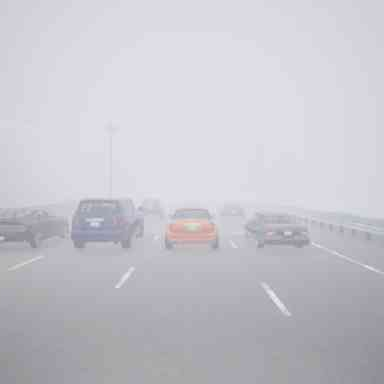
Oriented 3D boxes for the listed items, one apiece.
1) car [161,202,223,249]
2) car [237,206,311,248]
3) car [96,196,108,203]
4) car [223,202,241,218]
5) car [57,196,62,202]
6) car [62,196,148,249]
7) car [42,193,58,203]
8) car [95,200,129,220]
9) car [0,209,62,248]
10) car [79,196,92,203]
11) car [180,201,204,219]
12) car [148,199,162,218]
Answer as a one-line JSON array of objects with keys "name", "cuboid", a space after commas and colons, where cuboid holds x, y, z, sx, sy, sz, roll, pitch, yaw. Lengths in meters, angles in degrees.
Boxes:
[{"name": "car", "cuboid": [0.000, 1.363, 14.620, 2.097, 1.767, 4.553, 0, 0, 0]}, {"name": "car", "cuboid": [3.500, 1.560, 14.650, 2.033, 1.411, 5.357, 0, 0, 0]}, {"name": "car", "cuboid": [-19.105, 1.507, 71.054, 1.994, 1.385, 4.181, 0, 0, -8]}, {"name": "car", "cuboid": [3.500, 1.570, 29.650, 1.994, 1.385, 4.181, 0, 0, 0]}, {"name": "car", "cuboid": [-25.999, 1.502, 69.838, 2.033, 1.411, 5.357, 0, 0, -8]}, {"name": "car", "cuboid": [-3.500, 1.255, 14.680, 2.150, 2.045, 5.566, 0, 0, 0]}, {"name": "car", "cuboid": [-29.442, 1.190, 69.201, 2.150, 2.045, 5.566, 0, 0, -8]}, {"name": "car", "cuboid": [-7.000, 1.514, 29.650, 1.837, 1.490, 4.892, 0, 0, 0]}, {"name": "car", "cuboid": [-7.000, 1.492, 14.650, 2.128, 1.511, 4.902, 0, 0, 0]}, {"name": "car", "cuboid": [-22.552, 1.511, 70.446, 1.994, 1.385, 4.181, 0, 0, -8]}, {"name": "car", "cuboid": [0.000, 1.570, 29.650, 1.994, 1.385, 4.181, 0, 0, 0]}, {"name": "car", "cuboid": [-3.500, 1.363, 29.620, 2.097, 1.767, 4.553, 0, 0, 0]}]
